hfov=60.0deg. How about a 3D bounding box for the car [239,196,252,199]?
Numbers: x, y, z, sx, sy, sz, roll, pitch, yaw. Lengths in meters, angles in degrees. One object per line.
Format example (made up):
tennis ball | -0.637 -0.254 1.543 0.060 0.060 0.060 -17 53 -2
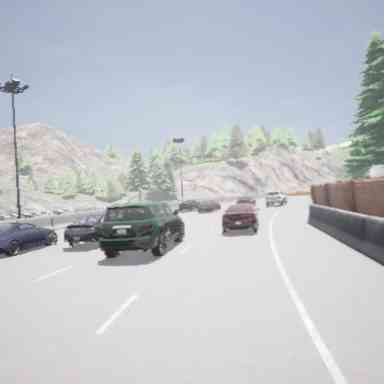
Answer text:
car | 7.231 1.351 43.839 1.837 1.490 4.892 -5 -1 23

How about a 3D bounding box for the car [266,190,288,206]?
car | 11.553 0.818 45.390 2.150 2.045 5.566 -4 0 25

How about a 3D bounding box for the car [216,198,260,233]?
car | 2.927 1.426 19.515 1.882 1.535 5.008 -4 0 13

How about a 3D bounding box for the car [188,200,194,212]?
car | -0.153 1.795 44.230 1.837 1.490 4.892 -5 0 22

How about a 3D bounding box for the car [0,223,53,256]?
car | -8.456 2.173 16.130 1.994 1.385 4.181 -4 0 11

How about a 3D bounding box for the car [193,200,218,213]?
car | 2.148 1.691 40.208 1.994 1.385 4.181 -4 0 21

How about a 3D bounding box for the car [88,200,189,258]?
car | -1.890 1.424 14.003 2.150 2.045 5.566 -4 0 11

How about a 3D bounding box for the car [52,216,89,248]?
car | -4.672 1.882 17.356 2.128 1.511 4.902 -4 0 13
